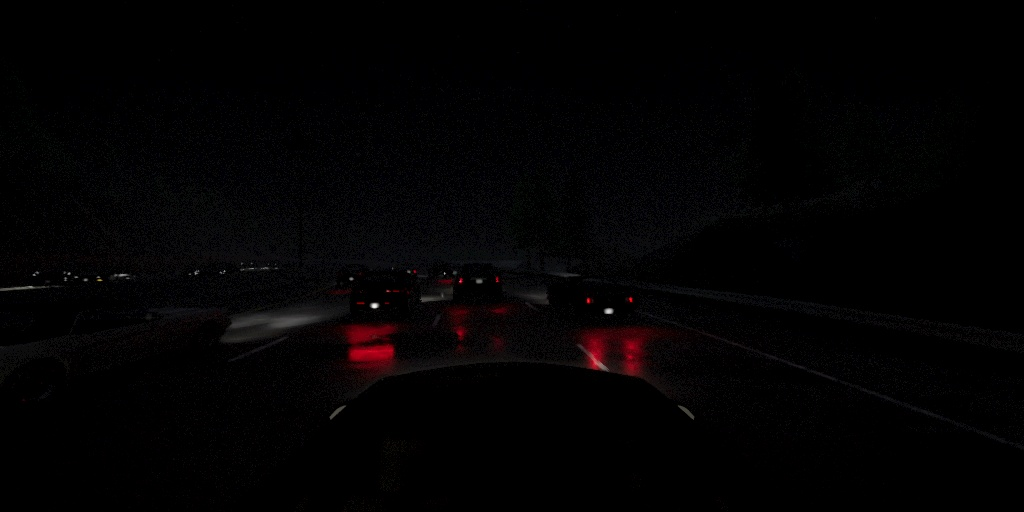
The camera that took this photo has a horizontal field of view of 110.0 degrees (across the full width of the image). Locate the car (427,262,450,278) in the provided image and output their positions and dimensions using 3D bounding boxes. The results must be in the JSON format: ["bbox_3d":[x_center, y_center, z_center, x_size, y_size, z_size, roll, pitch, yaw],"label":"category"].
[{"bbox_3d":[-6.934,1.304,34.445,1.837,1.490,4.892,0,0,-22],"label":"car"}]

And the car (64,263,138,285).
[{"bbox_3d":[-30.425,1.424,26.995,1.837,1.490,4.892,0,-1,-24],"label":"car"}]

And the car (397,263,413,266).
[{"bbox_3d":[-9.589,1.359,31.951,2.033,1.411,5.357,0,0,-22],"label":"car"}]

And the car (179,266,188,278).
[{"bbox_3d":[-29.978,1.423,34.440,1.837,1.490,4.892,0,0,-25],"label":"car"}]

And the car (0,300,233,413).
[{"bbox_3d":[-7.225,1.390,6.027,1.895,1.301,4.718,0,0,-3],"label":"car"}]

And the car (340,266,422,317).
[{"bbox_3d":[-4.592,1.283,13.481,1.837,1.490,4.892,0,0,-8],"label":"car"}]

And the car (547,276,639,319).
[{"bbox_3d":[2.585,1.342,12.797,1.895,1.301,4.718,0,0,-7],"label":"car"}]

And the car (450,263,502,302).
[{"bbox_3d":[-1.792,1.118,17.523,2.097,1.767,4.553,0,0,-10],"label":"car"}]

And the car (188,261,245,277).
[{"bbox_3d":[-23.676,1.235,28.951,2.097,1.767,4.553,0,0,-23],"label":"car"}]

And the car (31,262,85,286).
[{"bbox_3d":[-34.790,1.291,28.170,2.097,1.767,4.553,0,0,-25],"label":"car"}]

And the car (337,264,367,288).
[{"bbox_3d":[-10.853,1.293,24.927,1.882,1.535,5.008,0,0,-17],"label":"car"}]
